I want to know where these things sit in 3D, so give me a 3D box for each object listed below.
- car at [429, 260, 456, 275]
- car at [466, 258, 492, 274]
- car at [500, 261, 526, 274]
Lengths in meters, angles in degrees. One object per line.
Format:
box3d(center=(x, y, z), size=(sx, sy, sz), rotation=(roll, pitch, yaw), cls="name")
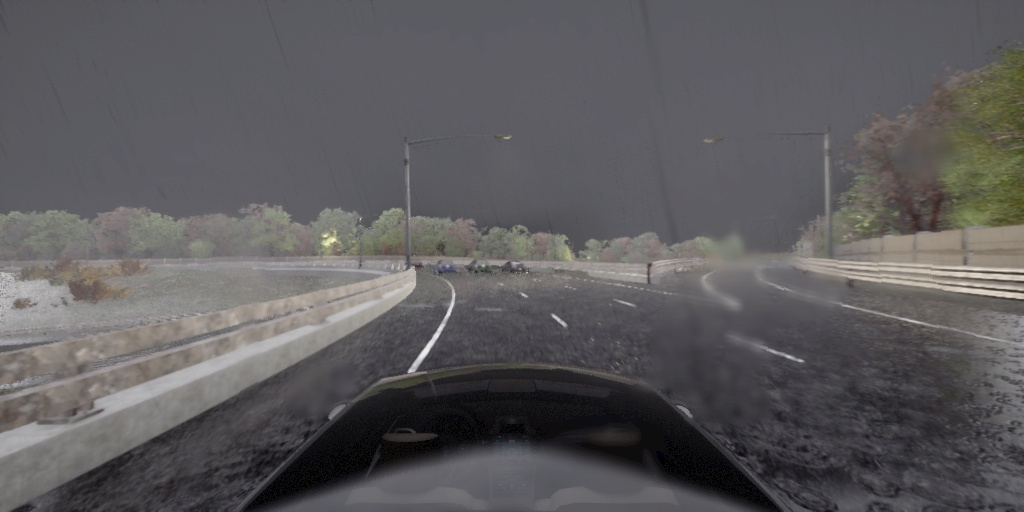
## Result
box3d(center=(-8.209, 1.249, 43.187), size=(2.097, 1.767, 4.553), rotation=(-1, 0, -22), cls="car")
box3d(center=(-3.932, 1.170, 41.901), size=(2.097, 1.767, 4.553), rotation=(-1, 0, -21), cls="car")
box3d(center=(0.118, 1.270, 41.117), size=(1.812, 1.442, 4.674), rotation=(-1, 0, -20), cls="car")
